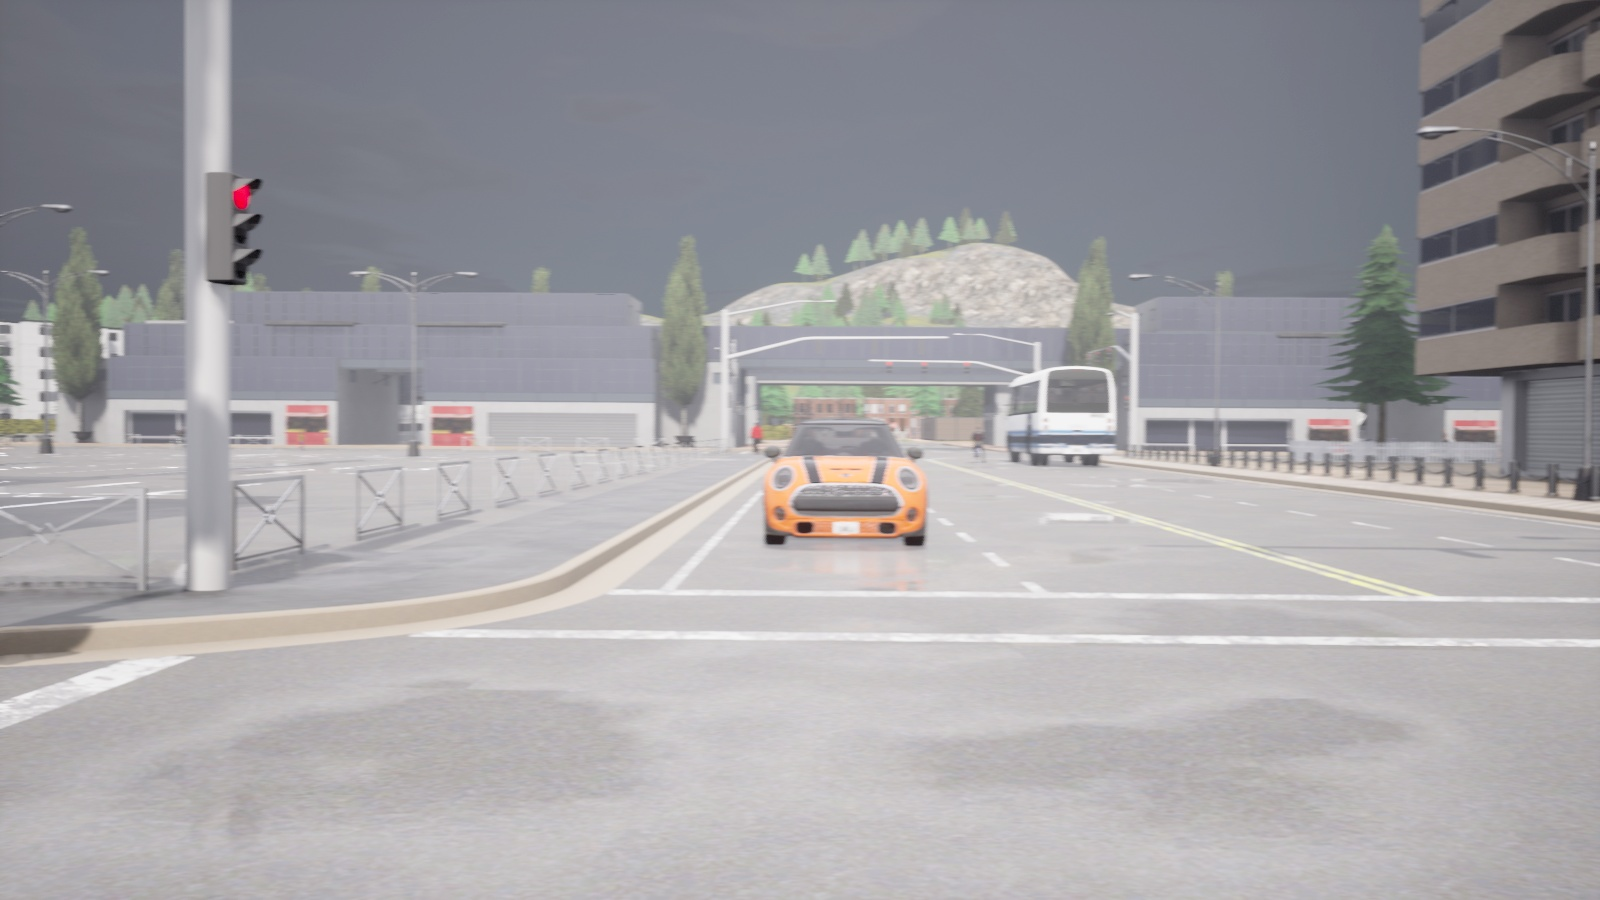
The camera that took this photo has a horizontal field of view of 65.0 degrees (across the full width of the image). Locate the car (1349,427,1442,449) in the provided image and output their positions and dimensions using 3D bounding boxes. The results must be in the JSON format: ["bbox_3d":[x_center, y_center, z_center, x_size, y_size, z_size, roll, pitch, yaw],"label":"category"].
[{"bbox_3d":[36.007,-0.744,76.033,4.718,1.301,1.895,-1,1,1],"label":"car"}]

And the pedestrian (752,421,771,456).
[{"bbox_3d":[-2.075,-0.633,66.973,0.634,1.844,0.899,-1,1,-31],"label":"pedestrian"}]

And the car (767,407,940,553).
[{"bbox_3d":[0.699,0.330,17.634,2.097,1.767,4.553,-1,1,1],"label":"car"}]

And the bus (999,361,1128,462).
[{"bbox_3d":[11.949,-1.676,58.208,3.944,4.253,10.273,-1,0,1],"label":"bus"}]
